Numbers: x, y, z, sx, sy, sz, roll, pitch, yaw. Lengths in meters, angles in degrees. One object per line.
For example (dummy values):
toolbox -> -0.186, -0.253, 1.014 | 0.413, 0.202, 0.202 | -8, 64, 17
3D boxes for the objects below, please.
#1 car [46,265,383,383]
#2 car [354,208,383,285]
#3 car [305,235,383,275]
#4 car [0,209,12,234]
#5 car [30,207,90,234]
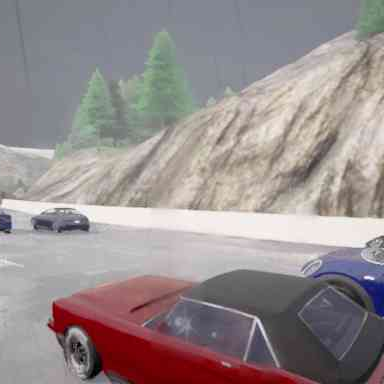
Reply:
car -> 0.399, 1.609, 3.789 | 4.718, 1.301, 1.895 | 0, 0, 36
car -> 6.585, 1.377, 7.984 | 4.553, 1.767, 2.097 | 0, 0, 35
car -> 4.106, 1.369, 5.454 | 4.553, 1.767, 2.097 | 0, 0, 35
car -> -11.628, 1.500, 18.269 | 5.008, 1.535, 1.882 | 0, 0, 42
car -> -7.780, 1.593, 19.518 | 4.181, 1.385, 1.994 | 0, 0, 42
